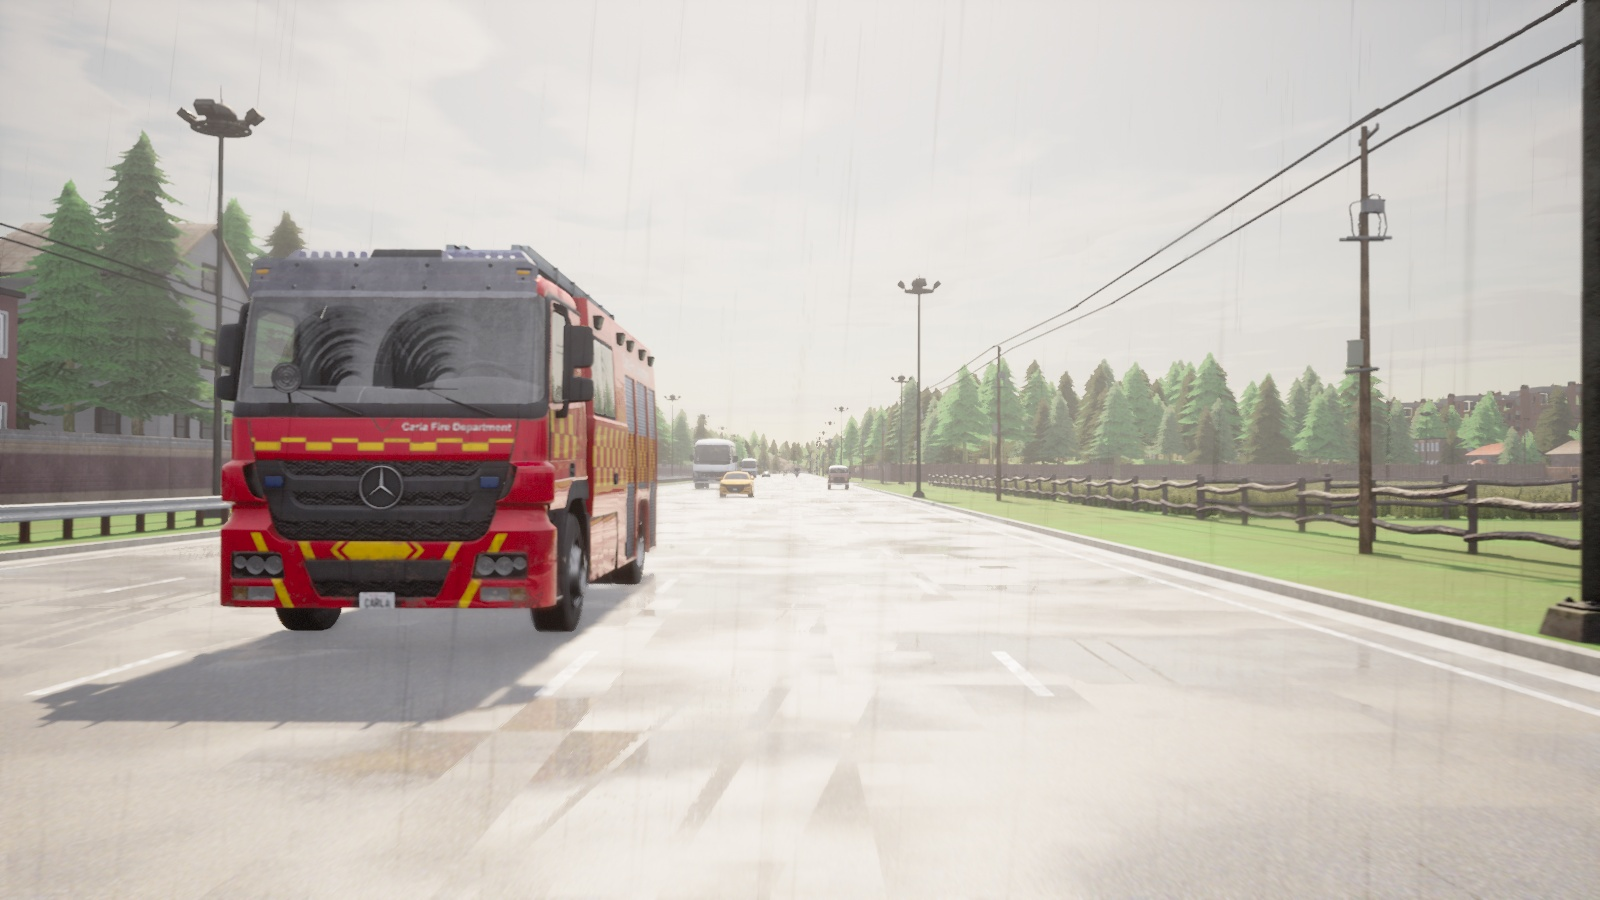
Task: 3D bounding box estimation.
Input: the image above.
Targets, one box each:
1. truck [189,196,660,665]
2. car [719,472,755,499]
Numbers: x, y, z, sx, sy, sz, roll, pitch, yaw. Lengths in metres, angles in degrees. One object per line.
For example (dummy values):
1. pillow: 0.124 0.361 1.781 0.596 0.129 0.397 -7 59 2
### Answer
1. truck: -3.538 -0.093 14.497 2.891 3.827 8.468 0 -1 0
2. car: -3.678 2.044 73.880 1.882 1.535 5.008 0 -1 0
